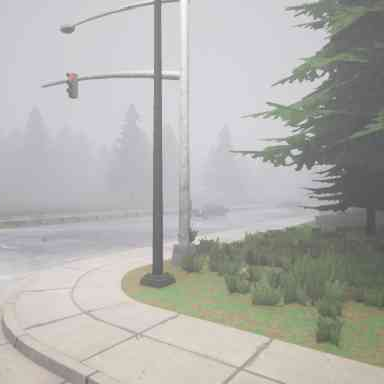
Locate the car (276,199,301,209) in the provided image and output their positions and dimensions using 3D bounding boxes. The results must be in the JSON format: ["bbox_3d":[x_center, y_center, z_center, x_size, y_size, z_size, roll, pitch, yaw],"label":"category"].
[{"bbox_3d":[12.932,1.574,44.395,1.895,1.301,4.718,0,0,37],"label":"car"}]

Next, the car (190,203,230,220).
[{"bbox_3d":[1.276,1.574,28.087,1.895,1.301,4.718,0,0,35],"label":"car"}]
